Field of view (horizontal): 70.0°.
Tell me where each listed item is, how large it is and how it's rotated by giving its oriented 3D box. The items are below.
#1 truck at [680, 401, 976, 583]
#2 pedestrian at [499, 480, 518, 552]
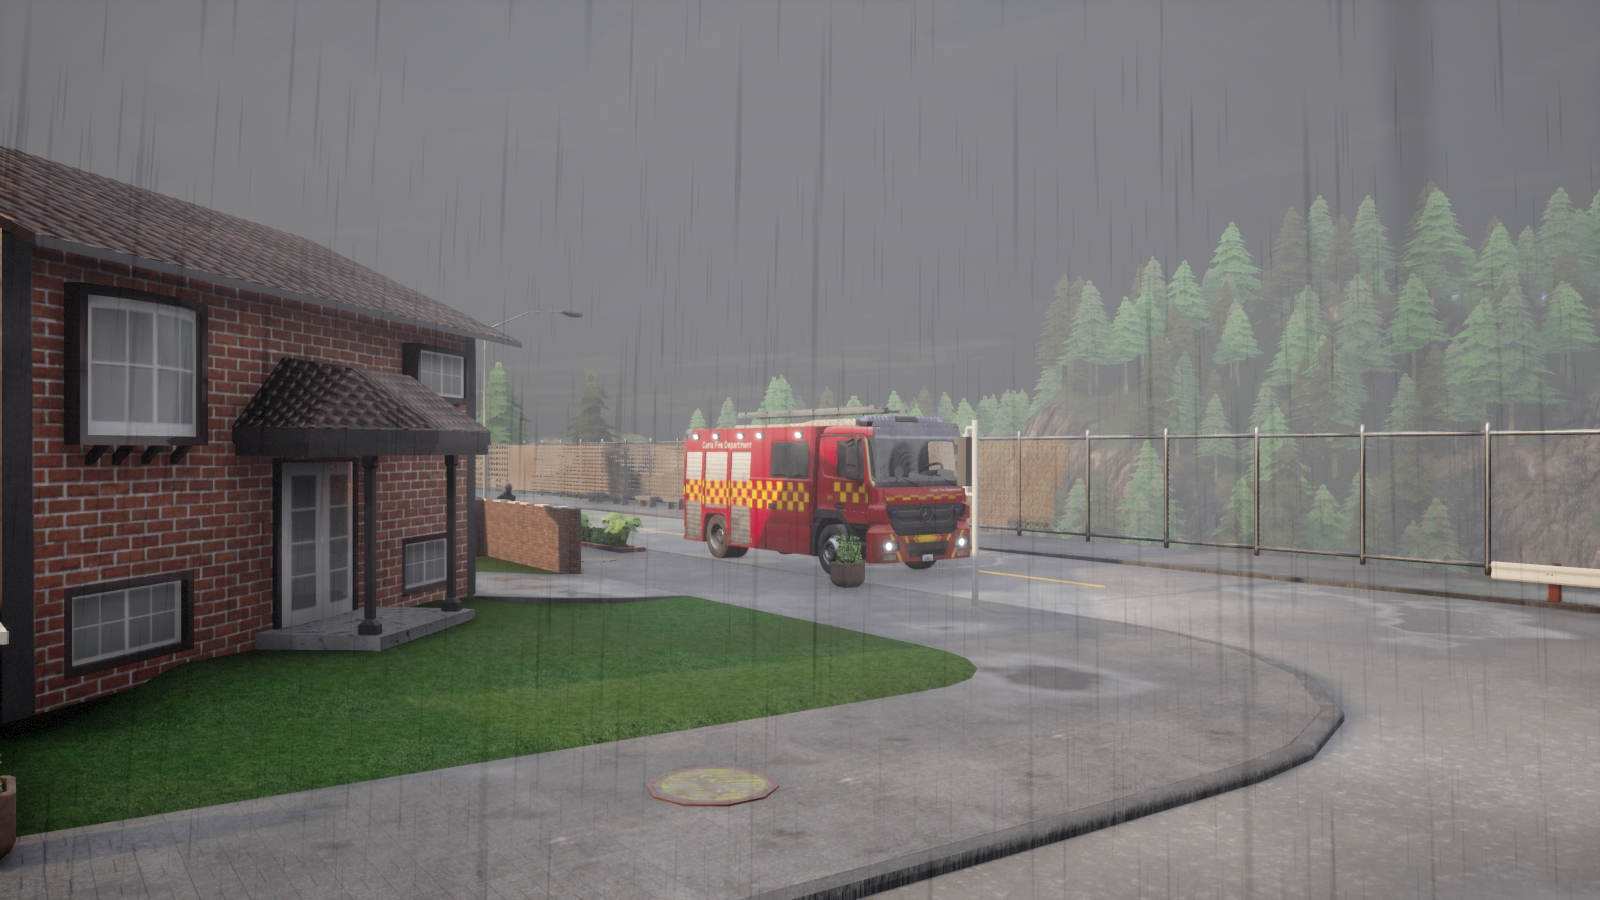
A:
[{"bbox_3d":[0.353,0.890,28.322,2.891,3.827,8.468,0,0,-35],"label":"truck"},{"bbox_3d":[-7.750,1.745,30.347,0.375,1.860,0.375,0,0,-36],"label":"pedestrian"}]
